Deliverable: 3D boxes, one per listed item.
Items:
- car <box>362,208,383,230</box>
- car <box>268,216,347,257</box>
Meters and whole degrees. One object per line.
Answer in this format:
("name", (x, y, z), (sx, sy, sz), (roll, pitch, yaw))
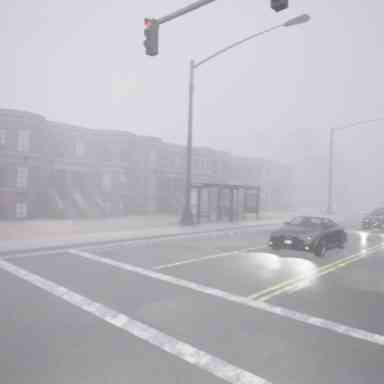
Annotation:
("car", (13.634, 1.929, 23.626), (1.837, 1.490, 4.892), (2, 0, 42))
("car", (4.905, 1.716, 13.856), (1.994, 1.385, 4.181), (2, 0, 42))
